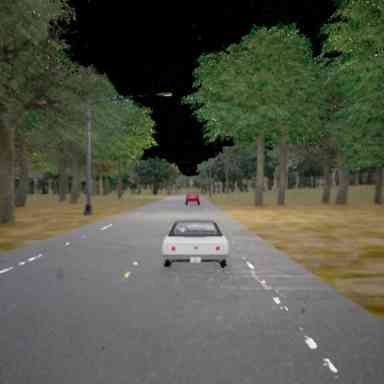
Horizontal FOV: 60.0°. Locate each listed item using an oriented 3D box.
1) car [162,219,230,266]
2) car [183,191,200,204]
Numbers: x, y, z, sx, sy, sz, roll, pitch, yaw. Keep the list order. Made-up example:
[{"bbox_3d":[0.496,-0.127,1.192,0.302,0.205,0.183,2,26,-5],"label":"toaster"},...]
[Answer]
[{"bbox_3d":[0.101,1.551,11.268,1.895,1.301,4.718,0,0,0],"label":"car"},{"bbox_3d":[0.109,0.910,54.007,2.150,2.045,5.566,0,0,0],"label":"car"}]
